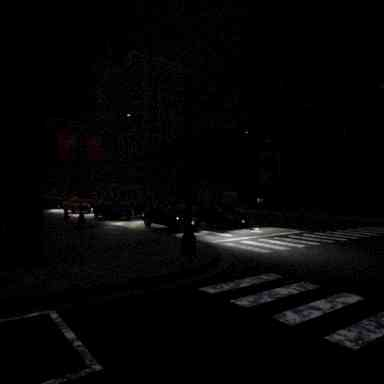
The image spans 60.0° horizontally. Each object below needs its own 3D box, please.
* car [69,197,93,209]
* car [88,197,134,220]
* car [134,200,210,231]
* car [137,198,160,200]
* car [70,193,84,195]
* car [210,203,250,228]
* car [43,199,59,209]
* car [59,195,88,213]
[{"bbox_3d":[-15.220,1.456,45.564,1.812,1.442,4.674,0,0,-35],"label":"car"},{"bbox_3d":[-6.816,1.441,28.248,1.882,1.535,5.008,0,0,-36],"label":"car"},{"bbox_3d":[-1.401,1.469,20.723,2.128,1.511,4.902,0,0,-36],"label":"car"},{"bbox_3d":[-3.543,1.313,29.262,2.097,1.767,4.553,0,0,-36],"label":"car"},{"bbox_3d":[-20.529,1.126,58.760,2.150,2.045,5.566,0,0,-36],"label":"car"},{"bbox_3d":[1.696,1.500,22.013,1.812,1.442,4.674,0,0,-37],"label":"car"},{"bbox_3d":[-18.342,1.534,44.347,1.895,1.301,4.718,0,0,-35],"label":"car"},{"bbox_3d":[-12.585,1.426,36.272,1.882,1.535,5.008,0,0,-35],"label":"car"}]
